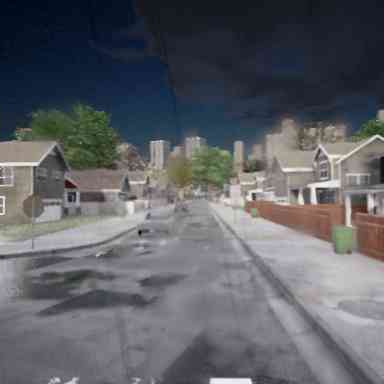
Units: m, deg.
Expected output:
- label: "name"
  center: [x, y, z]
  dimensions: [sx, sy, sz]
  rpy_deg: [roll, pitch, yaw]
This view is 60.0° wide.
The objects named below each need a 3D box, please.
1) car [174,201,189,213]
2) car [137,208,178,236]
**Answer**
- label: "car"
  center: [-1.471, 2.071, 46.326]
  dimensions: [1.837, 1.490, 4.892]
  rpy_deg: [0, -1, 2]
- label: "car"
  center: [-2.153, 1.902, 20.699]
  dimensions: [1.895, 1.301, 4.718]
  rpy_deg: [0, -1, 2]
